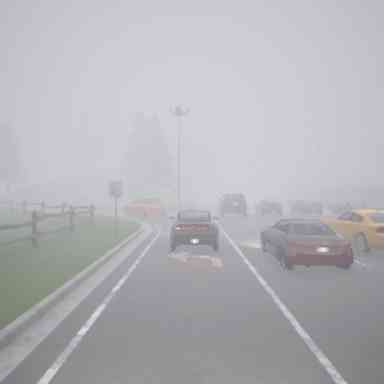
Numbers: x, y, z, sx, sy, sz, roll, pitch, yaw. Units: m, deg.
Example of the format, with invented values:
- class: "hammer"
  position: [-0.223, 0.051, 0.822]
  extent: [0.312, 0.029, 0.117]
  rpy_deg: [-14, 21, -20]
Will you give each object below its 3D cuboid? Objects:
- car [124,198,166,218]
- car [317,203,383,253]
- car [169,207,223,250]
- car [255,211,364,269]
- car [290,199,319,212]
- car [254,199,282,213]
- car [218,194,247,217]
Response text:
- class: "car"
  position: [-4.220, 1.292, 29.223]
  extent: [2.097, 1.767, 4.553]
  rpy_deg: [0, 0, -36]
- class: "car"
  position: [7.098, 1.449, 13.542]
  extent: [1.882, 1.535, 5.008]
  rpy_deg: [0, 0, 0]
- class: "car"
  position: [0.072, 1.475, 14.195]
  extent: [1.837, 1.490, 4.892]
  rpy_deg: [0, 0, -1]
- class: "car"
  position: [3.589, 1.541, 11.099]
  extent: [1.994, 1.385, 4.181]
  rpy_deg: [0, 0, 0]
- class: "car"
  position: [10.603, 1.426, 31.151]
  extent: [2.128, 1.511, 4.902]
  rpy_deg: [0, 0, 0]
- class: "car"
  position: [7.104, 1.440, 31.229]
  extent: [1.837, 1.490, 4.892]
  rpy_deg: [0, 0, 0]
- class: "car"
  position: [3.604, 1.158, 30.233]
  extent: [2.150, 2.045, 5.566]
  rpy_deg: [0, 0, 0]
